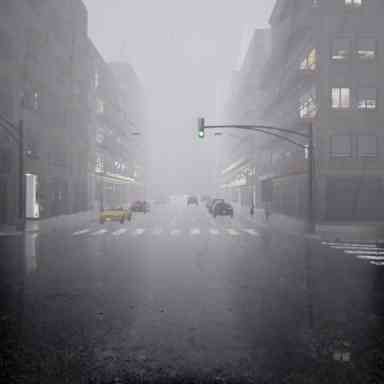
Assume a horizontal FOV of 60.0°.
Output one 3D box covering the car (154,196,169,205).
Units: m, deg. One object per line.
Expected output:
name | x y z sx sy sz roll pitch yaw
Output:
car | -5.565 1.543 58.028 1.752 1.417 4.829 1 0 0

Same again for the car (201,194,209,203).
car | 2.841 1.338 69.215 2.192 1.841 5.009 1 0 0

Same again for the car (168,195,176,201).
car | -5.498 1.586 91.338 2.008 1.369 4.403 1 0 0

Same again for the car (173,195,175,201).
car | -5.509 1.557 85.644 1.752 1.417 4.829 1 0 0

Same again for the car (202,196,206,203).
car | 2.794 1.595 47.120 1.802 1.307 4.206 1 0 0

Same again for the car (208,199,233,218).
car | 2.761 1.552 30.549 1.887 1.381 4.507 1 0 0

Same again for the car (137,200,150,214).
car | -5.609 1.554 36.104 1.887 1.381 4.507 1 0 0

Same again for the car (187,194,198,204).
car | 0.136 1.373 66.791 2.097 1.767 4.553 0 0 0

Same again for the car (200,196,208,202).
car | 2.861 1.594 80.260 1.947 1.339 4.313 1 0 0

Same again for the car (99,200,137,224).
car | -5.631 1.531 24.887 1.752 1.417 4.829 1 0 0

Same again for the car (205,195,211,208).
car | 2.773 1.449 36.073 1.967 1.590 4.097 1 0 0

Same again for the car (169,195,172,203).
car | -5.554 1.571 63.721 2.008 1.369 4.403 1 0 0

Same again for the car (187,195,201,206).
car | 0.117 1.521 56.399 1.837 1.490 4.892 0 0 0
